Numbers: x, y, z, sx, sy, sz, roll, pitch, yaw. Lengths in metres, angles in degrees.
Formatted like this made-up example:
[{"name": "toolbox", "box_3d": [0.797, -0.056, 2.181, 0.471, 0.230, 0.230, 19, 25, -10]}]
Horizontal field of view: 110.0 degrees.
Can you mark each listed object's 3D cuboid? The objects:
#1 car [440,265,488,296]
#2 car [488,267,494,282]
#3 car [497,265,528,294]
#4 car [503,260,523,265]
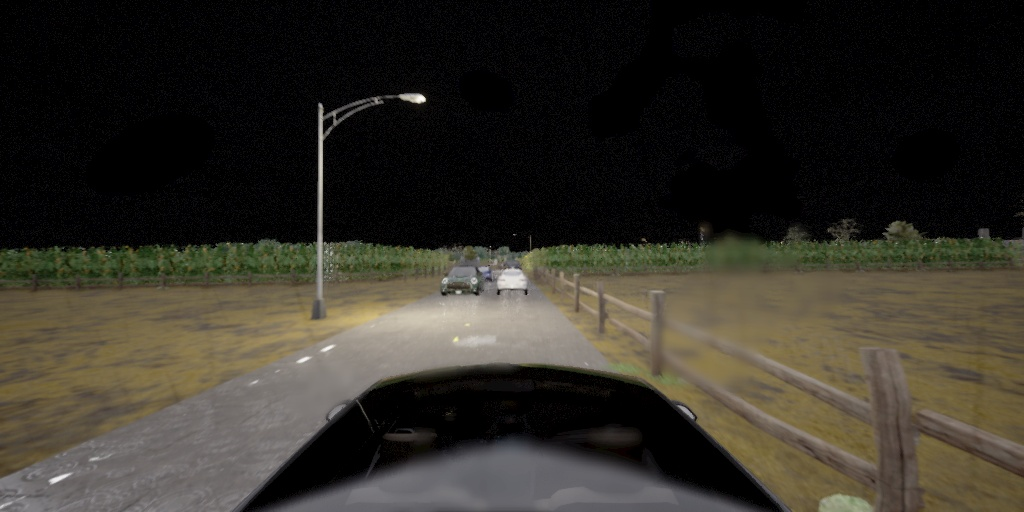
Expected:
[{"name": "car", "box_3d": [-2.773, 1.332, 20.977, 2.097, 1.767, 4.553, 0, -1, 0]}, {"name": "car", "box_3d": [-2.780, 1.687, 33.991, 1.812, 1.442, 4.674, 0, -1, 1]}, {"name": "car", "box_3d": [0.033, 1.525, 22.487, 1.812, 1.442, 4.674, 0, -1, 1]}, {"name": "car", "box_3d": [0.097, 1.538, 43.676, 2.150, 2.045, 5.566, 0, -1, 0]}]
